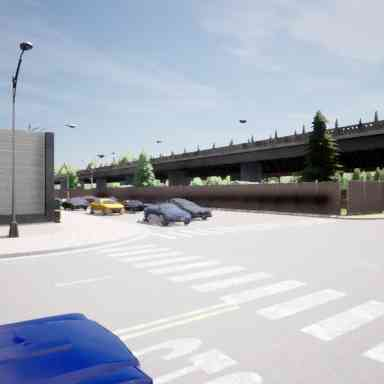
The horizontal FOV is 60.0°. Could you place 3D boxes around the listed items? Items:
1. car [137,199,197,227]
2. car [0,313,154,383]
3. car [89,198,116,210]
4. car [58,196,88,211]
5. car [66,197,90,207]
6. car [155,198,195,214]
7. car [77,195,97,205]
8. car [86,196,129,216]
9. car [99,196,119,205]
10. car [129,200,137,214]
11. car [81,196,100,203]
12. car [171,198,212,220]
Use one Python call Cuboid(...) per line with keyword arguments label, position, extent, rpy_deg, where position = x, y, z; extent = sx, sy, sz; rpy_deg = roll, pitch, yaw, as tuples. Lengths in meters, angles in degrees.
Cuboid(label="car", position=(-1.822, 1.469, 22.783), extent=(1.812, 1.442, 4.674), rpy_deg=(0, 0, -32))
Cuboid(label="car", position=(-2.540, 1.601, 1.964), extent=(4.718, 1.301, 1.895), rpy_deg=(0, 0, -36))
Cuboid(label="car", position=(-11.466, 1.469, 42.535), extent=(1.812, 1.442, 4.674), rpy_deg=(0, 0, -36))
Cuboid(label="car", position=(-14.278, 1.491, 40.434), extent=(2.033, 1.411, 5.357), rpy_deg=(0, 0, -35))
Cuboid(label="car", position=(-17.498, 1.491, 50.979), extent=(2.033, 1.411, 5.357), rpy_deg=(0, 0, -35))
Cuboid(label="car", position=(-1.937, 1.420, 35.551), extent=(1.882, 1.535, 5.008), rpy_deg=(0, 0, -36))
Cuboid(label="car", position=(-18.545, 1.421, 58.765), extent=(1.882, 1.535, 5.008), rpy_deg=(0, 0, -36))
Cuboid(label="car", position=(-8.189, 1.421, 31.907), extent=(1.882, 1.535, 5.008), rpy_deg=(0, 0, -36))
Cuboid(label="car", position=(-14.937, 1.506, 59.731), extent=(1.994, 1.385, 4.181), rpy_deg=(0, 0, -35))
Cuboid(label="car", position=(-6.210, 1.544, 35.162), extent=(1.895, 1.301, 4.718), rpy_deg=(0, 0, -36))
Cuboid(label="car", position=(-20.759, 1.486, 67.785), extent=(2.033, 1.411, 5.357), rpy_deg=(0, 0, -36))
Cuboid(label="car", position=(-0.640, 1.491, 27.360), extent=(2.033, 1.411, 5.357), rpy_deg=(0, 0, -36))
